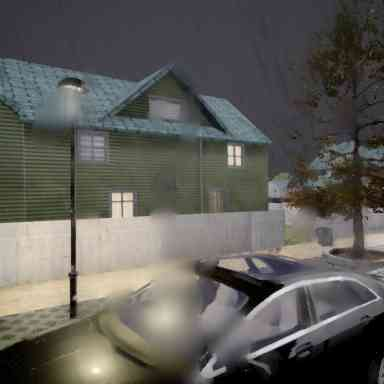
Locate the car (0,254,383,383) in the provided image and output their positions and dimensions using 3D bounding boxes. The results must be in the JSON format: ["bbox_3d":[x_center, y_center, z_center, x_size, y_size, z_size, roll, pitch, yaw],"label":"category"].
[{"bbox_3d":[0.417,1.491,3.362,4.902,1.511,2.128,0,0,-35],"label":"car"}]
